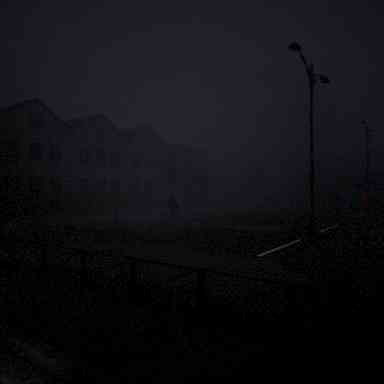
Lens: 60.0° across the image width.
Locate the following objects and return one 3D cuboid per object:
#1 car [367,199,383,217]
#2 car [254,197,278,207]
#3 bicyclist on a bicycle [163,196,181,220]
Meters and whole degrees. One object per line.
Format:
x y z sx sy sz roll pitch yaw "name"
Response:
15.424 1.298 26.815 2.007 1.523 4.514 0 0 35 "car"
10.445 1.356 46.692 2.033 1.411 5.357 0 0 33 "car"
-1.399 1.109 23.069 1.656 1.620 0.582 0 0 35 "bicyclist on a bicycle"
